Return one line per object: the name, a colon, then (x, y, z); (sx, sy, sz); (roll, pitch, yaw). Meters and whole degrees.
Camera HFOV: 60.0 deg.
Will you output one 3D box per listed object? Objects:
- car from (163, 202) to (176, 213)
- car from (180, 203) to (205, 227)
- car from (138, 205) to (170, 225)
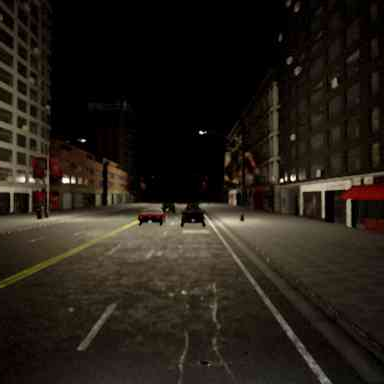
car: (-3.193, 2.164, 45.654); (1.812, 1.442, 4.674); (0, -1, 0)
car: (0.074, 1.894, 26.323); (1.812, 1.442, 4.674); (0, -1, 0)
car: (-3.175, 1.984, 27.332); (1.895, 1.301, 4.718); (0, -1, 0)
